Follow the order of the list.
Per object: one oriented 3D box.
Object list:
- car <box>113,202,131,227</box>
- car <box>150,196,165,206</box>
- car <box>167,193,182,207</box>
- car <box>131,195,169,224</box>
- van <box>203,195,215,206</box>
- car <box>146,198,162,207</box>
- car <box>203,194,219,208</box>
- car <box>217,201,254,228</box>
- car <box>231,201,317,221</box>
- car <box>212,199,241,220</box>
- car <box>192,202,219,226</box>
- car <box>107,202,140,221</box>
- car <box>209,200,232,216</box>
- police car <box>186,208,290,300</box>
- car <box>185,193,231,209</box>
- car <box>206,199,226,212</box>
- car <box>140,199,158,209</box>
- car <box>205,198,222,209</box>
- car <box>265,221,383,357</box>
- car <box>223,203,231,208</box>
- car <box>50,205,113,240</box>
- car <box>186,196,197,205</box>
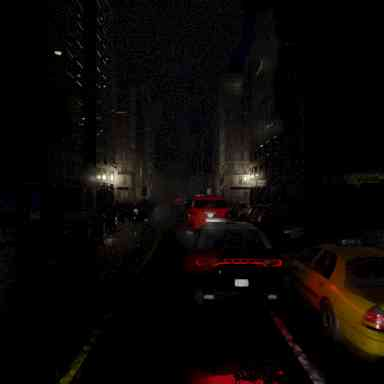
[{"bbox_3d":[-5.695,1.565,22.610,1.947,1.339,4.313,0,0,0],"label":"car"},{"bbox_3d":[-5.732,1.437,55.761,1.967,1.590,4.097,0,0,0],"label":"car"},{"bbox_3d":[-3.067,1.218,52.554,2.150,2.045,5.566,0,0,0],"label":"car"},{"bbox_3d":[-3.130,1.350,24.988,2.097,1.767,4.553,0,0,0],"label":"car"},{"bbox_3d":[2.794,1.338,55.776,1.690,1.788,3.998,0,0,0],"label":"van"},{"bbox_3d":[-5.726,1.563,50.236,1.947,1.339,4.313,0,0,0],"label":"car"},{"bbox_3d":[2.800,1.312,50.252,2.192,1.841,5.009,0,0,0],"label":"car"},{"bbox_3d":[2.831,1.439,22.634,1.967,1.590,4.097,0,0,0],"label":"car"},{"bbox_3d":[2.844,1.315,11.586,2.192,1.841,5.009,0,0,0],"label":"car"},{"bbox_3d":[2.825,1.438,28.157,1.967,1.590,4.097,0,0,0],"label":"car"},{"bbox_3d":[0.871,1.525,24.441,1.812,1.442,4.674,0,0,0],"label":"car"},{"bbox_3d":[-5.701,1.564,28.135,1.947,1.339,4.313,0,0,0],"label":"car"},{"bbox_3d":[2.819,1.549,33.681,2.008,1.369,4.403,0,0,0],"label":"car"},{"bbox_3d":[0.888,1.425,8.551,1.930,1.638,5.238,0,0,0],"label":"police car"},{"bbox_3d":[0.878,1.222,18.471,2.150,2.045,5.566,0,0,0],"label":"car"},{"bbox_3d":[2.812,1.548,39.205,2.008,1.369,4.403,0,0,0],"label":"car"},{"bbox_3d":[-5.720,1.579,44.711,1.802,1.307,4.206,0,0,0],"label":"car"},{"bbox_3d":[2.806,1.563,44.728,1.947,1.339,4.313,0,0,0],"label":"car"},{"bbox_3d":[2.850,1.525,6.233,1.752,1.417,4.829,0,0,0],"label":"car"},{"bbox_3d":[2.837,1.524,17.280,1.752,1.417,4.829,0,0,0],"label":"car"},{"bbox_3d":[-5.688,1.544,17.085,1.887,1.381,4.507,0,0,0],"label":"car"},{"bbox_3d":[-0.069,1.522,59.563,1.812,1.442,4.674,0,0,0],"label":"car"}]
